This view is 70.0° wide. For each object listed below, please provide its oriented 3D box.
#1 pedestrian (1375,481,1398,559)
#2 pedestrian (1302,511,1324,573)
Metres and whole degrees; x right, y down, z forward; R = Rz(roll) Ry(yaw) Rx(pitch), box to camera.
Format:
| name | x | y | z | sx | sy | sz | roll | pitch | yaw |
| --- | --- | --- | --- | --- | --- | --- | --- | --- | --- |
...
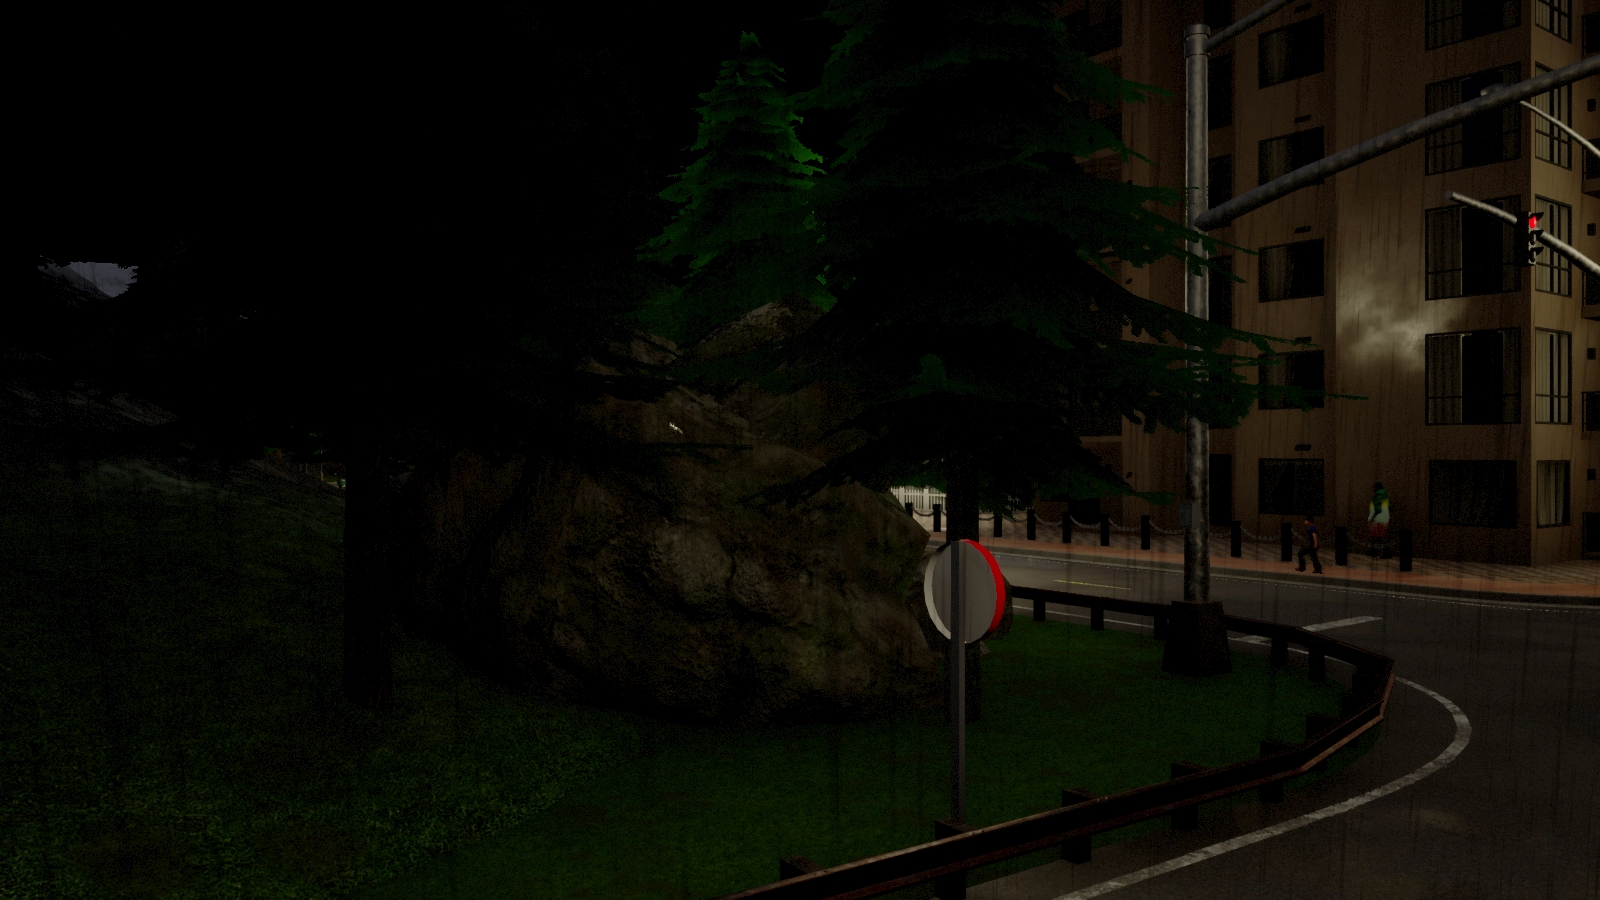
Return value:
| name | x | y | z | sx | sy | sz | roll | pitch | yaw |
| --- | --- | --- | --- | --- | --- | --- | --- | --- | --- |
| pedestrian | 14.190 | 1.677 | 27.623 | 0.375 | 1.860 | 0.375 | 0 | 0 | -40 |
| pedestrian | 11.024 | 1.974 | 24.565 | 0.375 | 1.300 | 0.375 | 0 | 0 | 33 |
